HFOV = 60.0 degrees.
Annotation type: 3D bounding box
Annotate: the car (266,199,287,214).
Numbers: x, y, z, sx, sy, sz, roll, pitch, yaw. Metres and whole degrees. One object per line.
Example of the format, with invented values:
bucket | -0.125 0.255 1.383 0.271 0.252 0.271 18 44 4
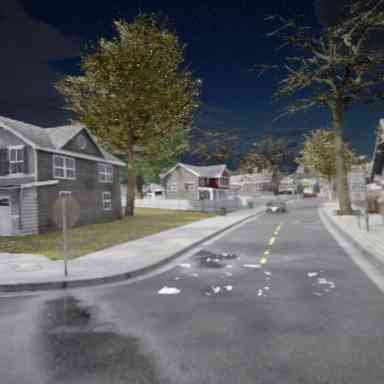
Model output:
car | 9.075 1.529 35.727 2.128 1.511 4.902 -3 -1 20
